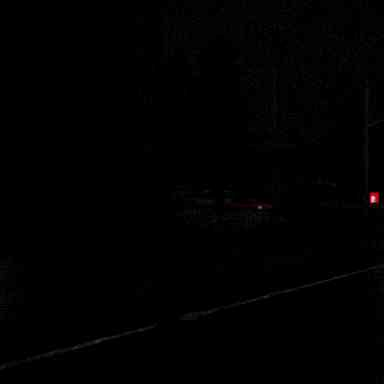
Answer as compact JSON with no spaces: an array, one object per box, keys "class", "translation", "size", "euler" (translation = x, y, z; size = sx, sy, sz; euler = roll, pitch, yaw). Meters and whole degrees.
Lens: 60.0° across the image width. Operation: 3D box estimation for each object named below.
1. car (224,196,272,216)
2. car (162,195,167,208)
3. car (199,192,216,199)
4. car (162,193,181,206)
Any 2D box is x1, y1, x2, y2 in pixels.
[{"class":"car","translation":[5.580,1.367,31.594],"size":[2.097,1.767,4.553],"euler":[0,0,-37]},{"class":"car","translation":[-5.461,1.493,46.314],"size":[1.882,1.535,5.008],"euler":[0,0,-37]},{"class":"car","translation":[4.957,1.113,92.288],"size":[1.932,1.855,4.605],"euler":[0,0,-37]},{"class":"car","translation":[-3.647,1.367,50.080],"size":[2.097,1.767,4.553],"euler":[0,0,-35]}]
